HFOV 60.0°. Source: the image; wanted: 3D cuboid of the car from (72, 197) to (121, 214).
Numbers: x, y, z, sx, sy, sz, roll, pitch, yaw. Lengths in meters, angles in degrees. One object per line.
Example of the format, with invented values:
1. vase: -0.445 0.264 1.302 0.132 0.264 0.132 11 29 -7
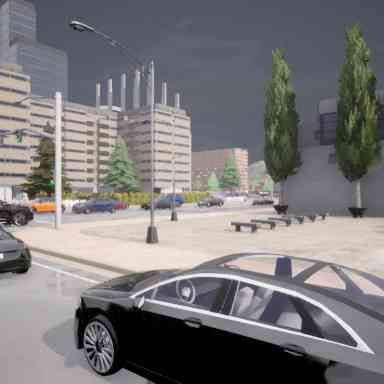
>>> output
1. car: -10.186 1.352 34.744 2.097 1.767 4.553 0 0 41

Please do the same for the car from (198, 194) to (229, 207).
1. car: 2.830 1.492 49.752 2.128 1.511 4.902 0 0 41

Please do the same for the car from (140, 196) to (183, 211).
1. car: -3.982 1.547 41.906 2.033 1.411 5.357 0 0 41

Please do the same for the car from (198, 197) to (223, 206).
1. car: 3.125 1.526 55.414 1.812 1.442 4.674 0 0 41

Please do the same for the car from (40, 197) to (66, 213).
1. car: -15.447 1.352 34.113 2.097 1.767 4.553 0 0 42

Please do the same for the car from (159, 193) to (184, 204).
1. car: -3.591 1.221 47.697 2.150 2.045 5.566 0 0 41

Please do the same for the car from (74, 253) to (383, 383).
1. car: 0.574 1.492 3.866 4.902 1.511 2.128 0 0 37

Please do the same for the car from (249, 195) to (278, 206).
1. car: 11.730 1.601 54.396 1.895 1.301 4.718 0 0 41

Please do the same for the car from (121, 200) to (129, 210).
1. car: -9.749 1.564 40.588 1.994 1.385 4.181 0 0 41

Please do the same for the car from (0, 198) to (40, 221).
1. car: -12.886 1.221 20.627 2.150 2.045 5.566 0 0 41

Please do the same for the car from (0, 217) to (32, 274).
1. car: -6.333 1.564 9.484 4.181 1.385 1.994 0 0 40
